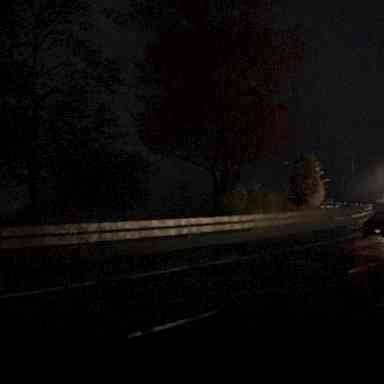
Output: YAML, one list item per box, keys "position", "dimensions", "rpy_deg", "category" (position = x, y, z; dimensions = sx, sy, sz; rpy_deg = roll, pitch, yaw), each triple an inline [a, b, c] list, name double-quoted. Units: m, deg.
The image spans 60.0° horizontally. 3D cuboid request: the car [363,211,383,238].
- position: [10.836, 1.775, 18.206]
  dimensions: [1.812, 1.442, 4.674]
  rpy_deg: [0, -1, 44]
  category: "car"
